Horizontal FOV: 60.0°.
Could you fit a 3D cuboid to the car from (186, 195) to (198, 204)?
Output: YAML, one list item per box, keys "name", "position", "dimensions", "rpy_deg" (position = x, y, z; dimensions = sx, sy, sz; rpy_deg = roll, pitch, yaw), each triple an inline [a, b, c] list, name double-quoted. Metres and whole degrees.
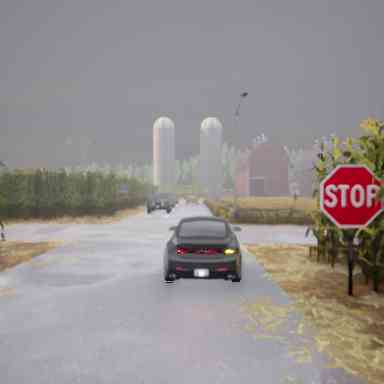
- name: "car"
  position: [-0.001, 1.252, 56.319]
  dimensions: [1.882, 1.535, 5.008]
  rpy_deg: [0, 0, 0]

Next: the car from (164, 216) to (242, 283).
- name: "car"
  position: [0.354, 1.432, 9.456]
  dimensions: [1.837, 1.490, 4.892]
  rpy_deg: [0, 1, 4]

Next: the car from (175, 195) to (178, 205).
- name: "car"
  position: [-3.202, 1.383, 43.591]
  dimensions: [1.994, 1.385, 4.181]
  rpy_deg: [0, 0, -1]

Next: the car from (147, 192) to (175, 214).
- name: "car"
  position: [-3.194, 1.045, 33.641]
  dimensions: [2.150, 2.045, 5.566]
  rpy_deg: [0, 0, 0]
